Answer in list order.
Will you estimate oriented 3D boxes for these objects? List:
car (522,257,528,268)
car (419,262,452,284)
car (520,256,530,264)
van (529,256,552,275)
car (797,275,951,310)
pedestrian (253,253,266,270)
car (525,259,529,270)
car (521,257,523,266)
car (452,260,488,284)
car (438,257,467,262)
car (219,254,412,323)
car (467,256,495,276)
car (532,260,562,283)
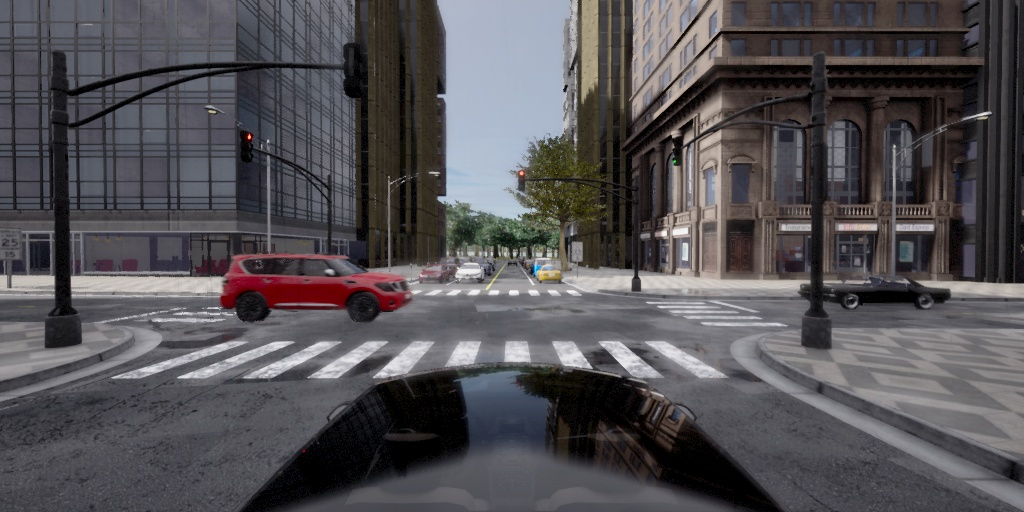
[{"bbox_3d":[2.770,1.210,49.834,1.751,1.417,4.829,0,0,0],"label":"car"},{"bbox_3d":[-5.759,1.312,26.937,1.802,1.307,4.207,0,0,0],"label":"car"},{"bbox_3d":[2.771,1.204,61.022,2.007,1.370,4.403,0,0,0],"label":"car"},{"bbox_3d":[2.767,1.061,32.625,1.690,1.789,3.998,0,0,0],"label":"van"},{"bbox_3d":[14.712,1.444,14.787,4.718,1.301,1.895,0,1,0],"label":"car"},{"bbox_3d":[-12.520,0.742,17.767,0.375,1.860,0.375,0,0,0],"label":"pedestrian"},{"bbox_3d":[2.768,1.276,38.305,1.948,1.339,4.313,0,0,0],"label":"car"},{"bbox_3d":[2.770,1.215,55.343,1.888,1.381,4.507,0,0,0],"label":"car"},{"bbox_3d":[-3.093,1.255,27.180,1.812,1.442,4.674,0,0,0],"label":"car"},{"bbox_3d":[-5.758,1.035,32.618,2.192,1.841,5.009,0,0,0],"label":"car"},{"bbox_3d":[-6.135,0.946,11.549,5.566,2.045,2.150,0,0,0],"label":"car"},{"bbox_3d":[-3.093,1.067,36.060,2.097,1.767,4.553,0,0,0],"label":"car"},{"bbox_3d":[2.766,1.255,27.115,1.751,1.417,4.829,0,0,0],"label":"car"}]
